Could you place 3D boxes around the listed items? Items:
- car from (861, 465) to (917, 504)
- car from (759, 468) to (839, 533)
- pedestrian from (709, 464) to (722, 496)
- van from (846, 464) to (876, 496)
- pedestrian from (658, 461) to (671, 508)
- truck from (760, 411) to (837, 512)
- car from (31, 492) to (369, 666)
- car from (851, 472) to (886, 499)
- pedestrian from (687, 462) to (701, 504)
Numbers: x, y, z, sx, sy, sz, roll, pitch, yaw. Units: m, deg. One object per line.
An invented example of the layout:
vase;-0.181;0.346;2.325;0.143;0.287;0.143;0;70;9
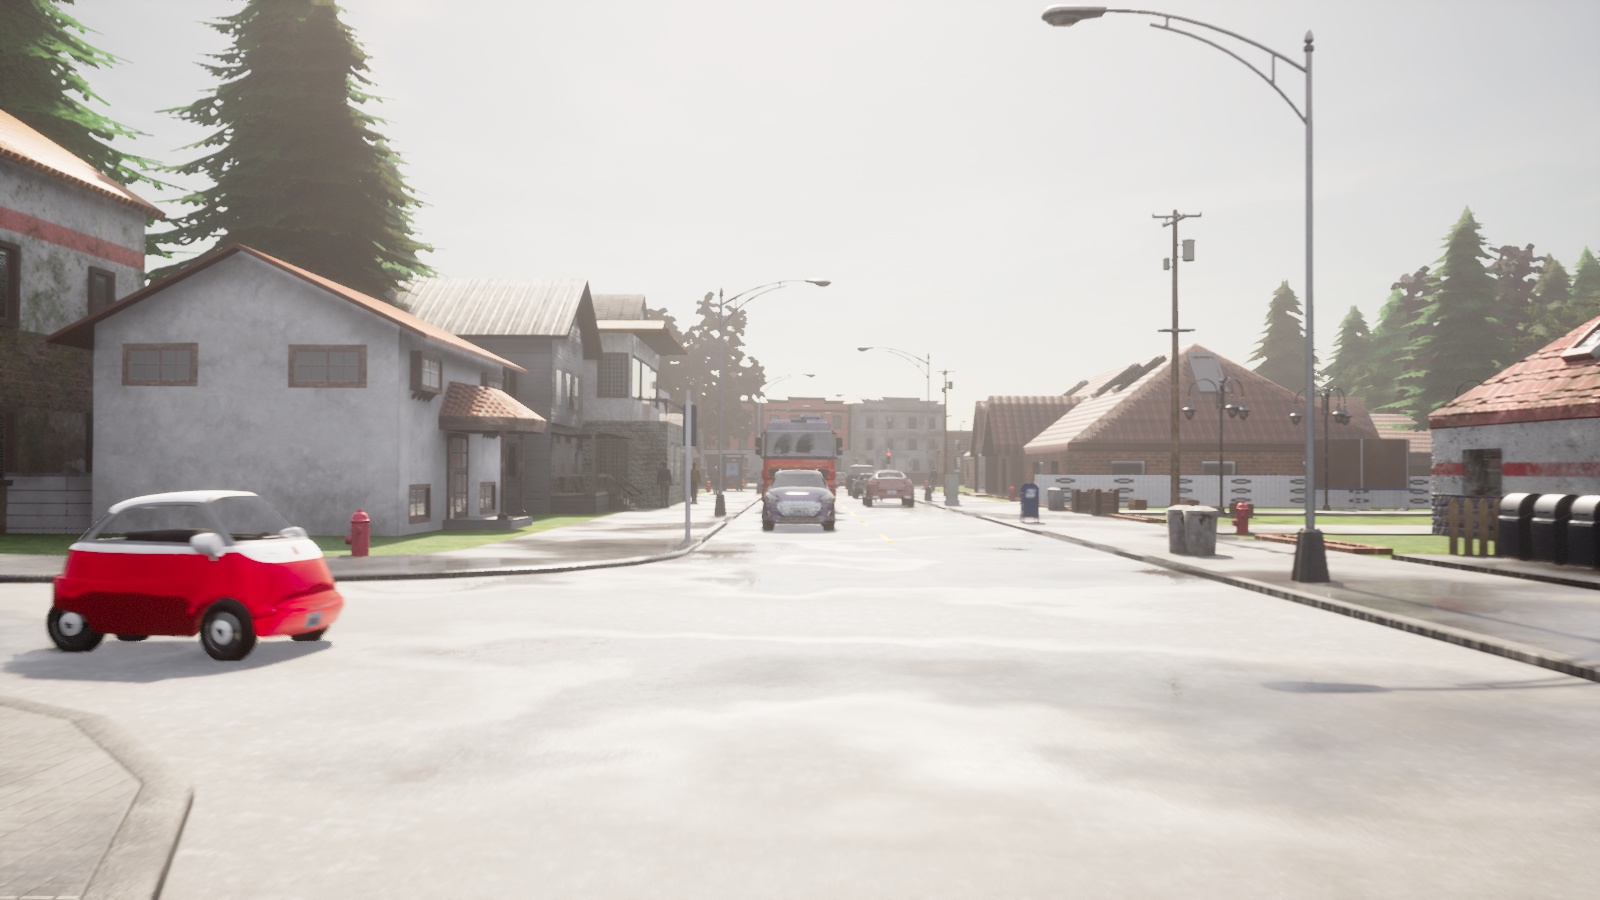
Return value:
car;3.942;1.525;56.612;2.152;1.651;5.027;0;-1;0
car;-0.046;1.323;34.552;2.033;1.649;4.856;0;-1;0
pedestrian;-5.173;1.828;76.669;0.659;1.952;0.873;0;-1;5
van;3.907;1.911;81.173;1.775;1.987;4.442;0;-1;0
pedestrian;-5.327;1.373;49.442;0.370;1.835;0.726;0;-1;7
truck;-0.057;0.519;51.875;2.891;3.827;8.468;0;-1;0
car;-5.152;1.073;10.950;2.207;1.376;1.481;-1;-1;8
car;3.928;2.027;72.566;1.816;1.474;4.193;0;-1;0
pedestrian;-4.678;1.471;55.451;0.431;1.840;0.709;0;-1;12
